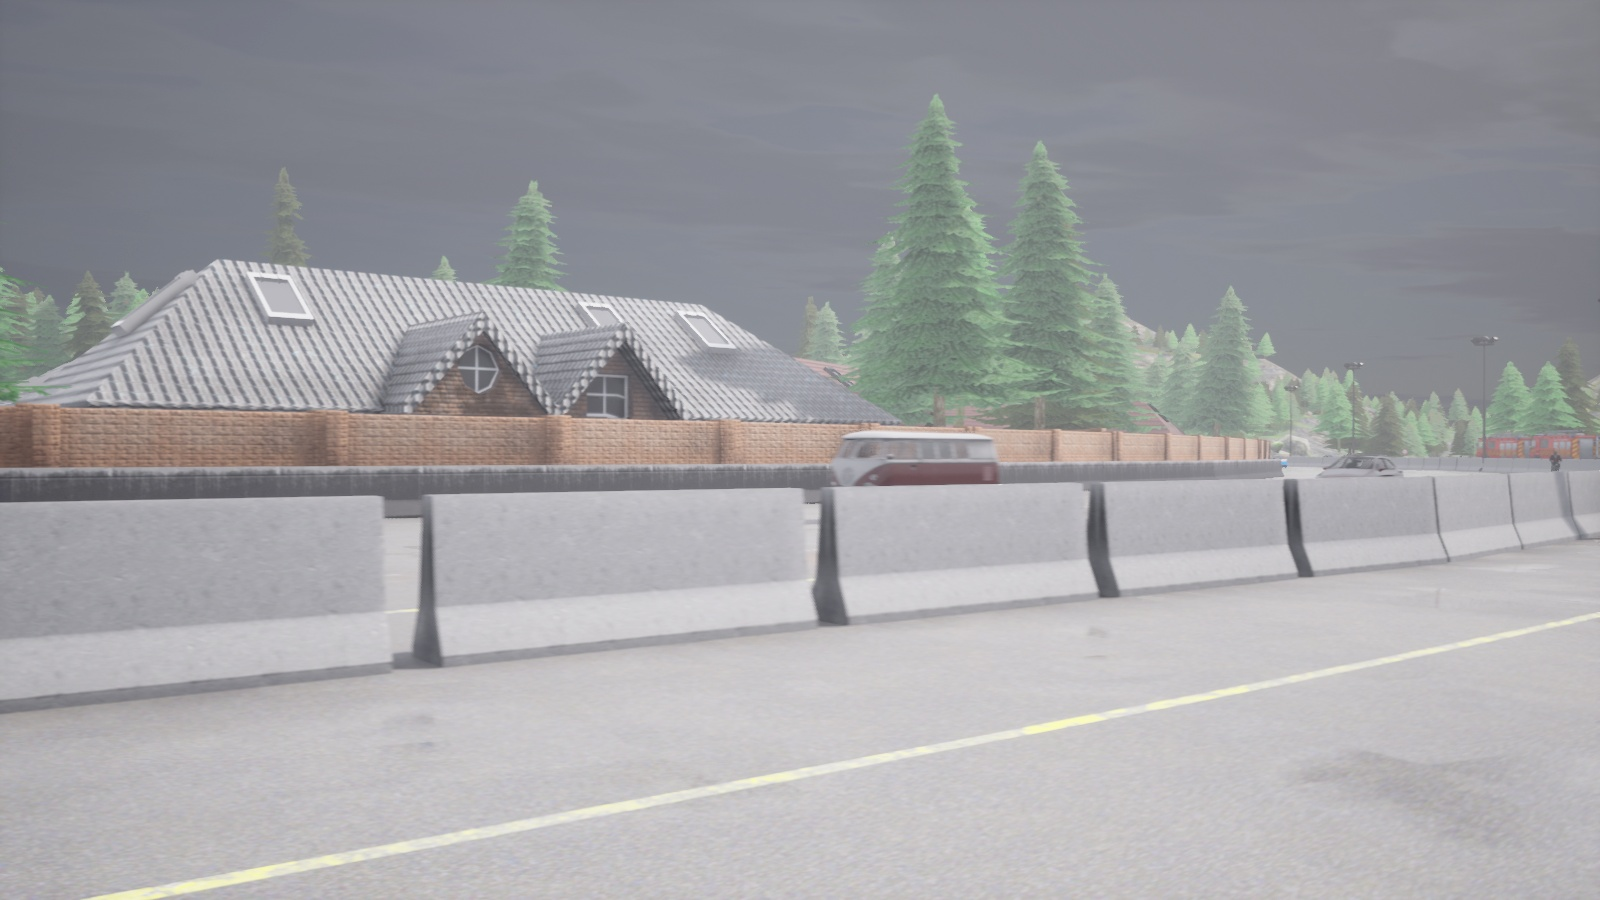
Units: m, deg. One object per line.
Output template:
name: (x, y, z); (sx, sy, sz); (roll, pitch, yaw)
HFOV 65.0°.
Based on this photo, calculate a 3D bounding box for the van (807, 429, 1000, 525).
van: (2.386, 0.568, 28.223); (4.442, 1.987, 1.775); (0, 0, -43)

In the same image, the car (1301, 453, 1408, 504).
car: (16.839, 0.822, 38.041); (1.816, 1.474, 4.193); (0, 0, 41)
